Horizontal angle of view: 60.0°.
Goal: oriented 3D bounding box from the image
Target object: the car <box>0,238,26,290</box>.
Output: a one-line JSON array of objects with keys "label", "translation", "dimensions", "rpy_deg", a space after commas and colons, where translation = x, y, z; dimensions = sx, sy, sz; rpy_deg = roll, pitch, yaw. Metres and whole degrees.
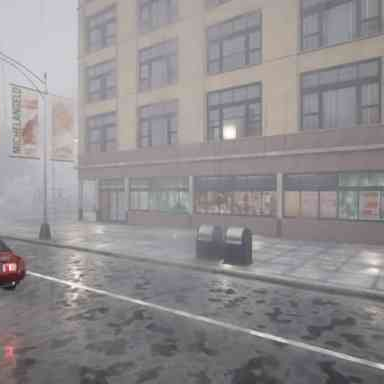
[{"label": "car", "translation": [-5.720, 1.600, 8.156], "dimensions": [1.895, 1.301, 4.718], "rpy_deg": [0, 0, -42]}]
